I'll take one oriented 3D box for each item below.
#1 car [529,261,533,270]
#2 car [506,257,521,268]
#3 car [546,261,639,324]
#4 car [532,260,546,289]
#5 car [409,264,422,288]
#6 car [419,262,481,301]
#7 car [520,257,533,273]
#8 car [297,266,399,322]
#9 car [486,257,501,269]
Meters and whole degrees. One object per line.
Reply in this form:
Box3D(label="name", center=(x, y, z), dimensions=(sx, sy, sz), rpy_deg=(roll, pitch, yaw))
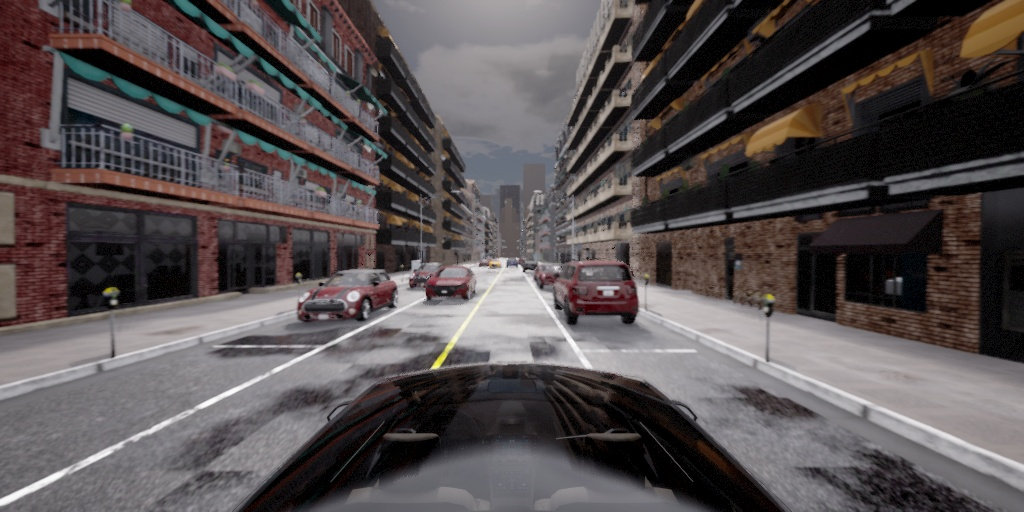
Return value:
Box3D(label="car", center=(2.577, 1.332, 28.848), dimensions=(1.802, 1.307, 4.207), rpy_deg=(0, 0, 0))
Box3D(label="car", center=(0.026, 1.108, 62.037), dimensions=(2.097, 1.767, 4.553), rpy_deg=(0, 0, 0))
Box3D(label="car", center=(2.559, 1.064, 11.856), dimensions=(2.192, 1.841, 5.009), rpy_deg=(0, 0, 0))
Box3D(label="car", center=(2.579, 1.189, 23.184), dimensions=(1.967, 1.591, 4.097), rpy_deg=(0, 0, 0))
Box3D(label="car", center=(-5.306, 1.189, 23.396), dimensions=(1.967, 1.591, 4.097), rpy_deg=(0, 0, 0))
Box3D(label="car", center=(-2.842, 1.227, 17.544), dimensions=(1.882, 1.535, 5.008), rpy_deg=(0, 0, 0))
Box3D(label="car", center=(2.248, 1.256, 44.500), dimensions=(1.837, 1.490, 4.892), rpy_deg=(0, 0, 0))
Box3D(label="car", center=(-5.311, 1.189, 12.093), dimensions=(1.967, 1.591, 4.097), rpy_deg=(0, 0, 0))
Box3D(label="car", center=(-2.768, 1.233, 58.968), dimensions=(1.882, 1.535, 5.008), rpy_deg=(0, 0, 1))
